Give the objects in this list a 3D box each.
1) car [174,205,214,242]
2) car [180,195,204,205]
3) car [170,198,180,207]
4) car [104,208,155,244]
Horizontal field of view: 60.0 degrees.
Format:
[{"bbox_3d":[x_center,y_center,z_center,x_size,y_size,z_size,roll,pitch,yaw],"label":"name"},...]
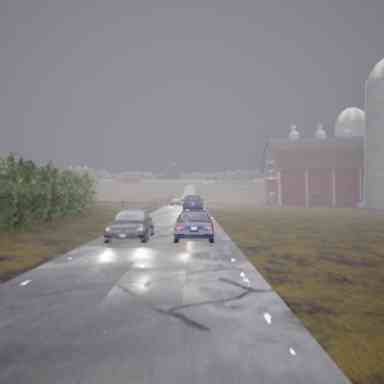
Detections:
[{"bbox_3d":[0.097,1.567,16.367,2.033,1.411,5.357,0,0,0],"label":"car"},{"bbox_3d":[0.090,1.330,35.902,2.150,2.045,5.566,0,0,0],"label":"car"},{"bbox_3d":[-2.800,1.789,58.100,2.033,1.411,5.357,0,0,1],"label":"car"},{"bbox_3d":[-2.853,1.544,16.004,1.812,1.442,4.674,0,0,0],"label":"car"}]
